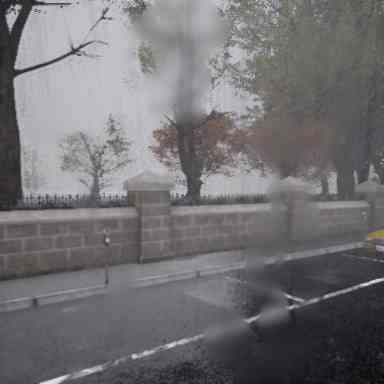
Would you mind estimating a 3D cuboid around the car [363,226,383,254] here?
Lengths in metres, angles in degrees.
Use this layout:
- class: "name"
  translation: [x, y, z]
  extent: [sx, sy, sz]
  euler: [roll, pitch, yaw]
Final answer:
- class: "car"
  translation: [8.202, 1.545, 12.414]
  extent: [4.829, 1.417, 1.752]
  euler: [0, 0, -36]
